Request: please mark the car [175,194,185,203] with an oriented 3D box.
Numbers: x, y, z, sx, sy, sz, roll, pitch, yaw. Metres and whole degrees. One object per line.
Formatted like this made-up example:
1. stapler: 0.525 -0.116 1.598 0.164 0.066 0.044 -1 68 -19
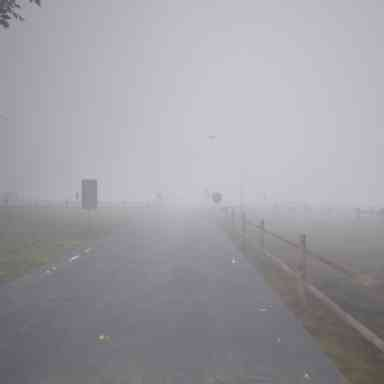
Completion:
1. car: -2.758 1.552 78.751 2.150 2.045 5.566 0 0 0
